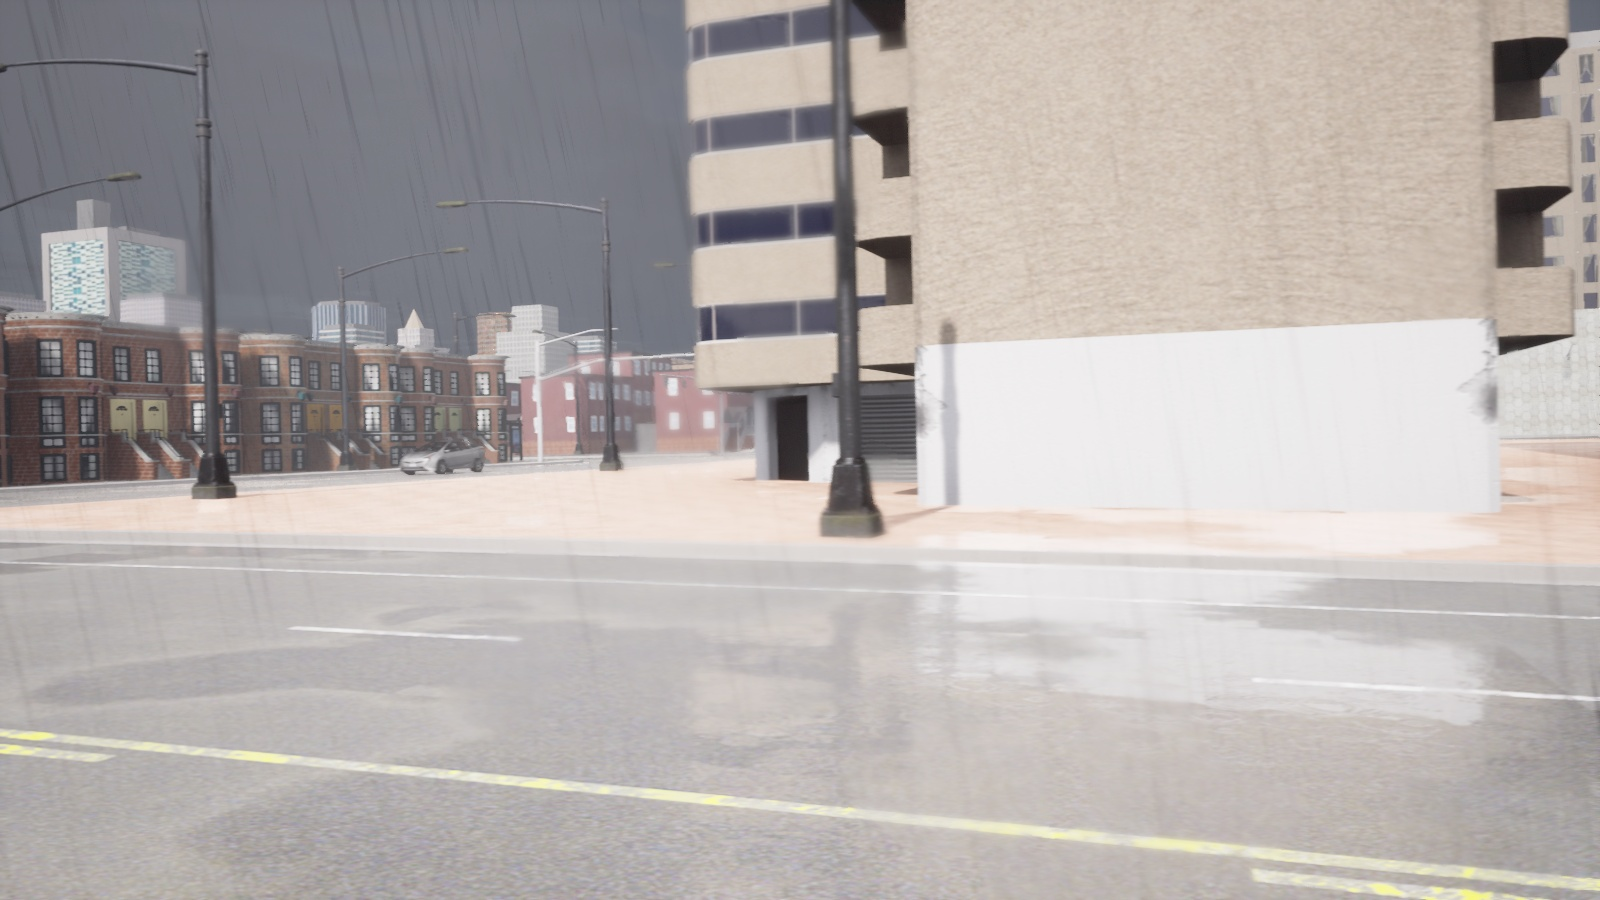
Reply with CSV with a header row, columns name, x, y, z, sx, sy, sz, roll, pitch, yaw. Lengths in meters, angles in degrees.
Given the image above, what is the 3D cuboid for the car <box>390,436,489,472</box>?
name,x,y,z,sx,sy,sz,roll,pitch,yaw
car,-16.360,0.174,57.242,2.007,1.525,4.514,-1,1,20
